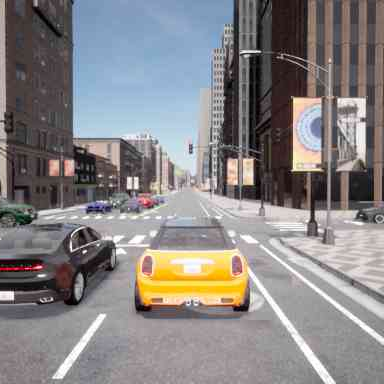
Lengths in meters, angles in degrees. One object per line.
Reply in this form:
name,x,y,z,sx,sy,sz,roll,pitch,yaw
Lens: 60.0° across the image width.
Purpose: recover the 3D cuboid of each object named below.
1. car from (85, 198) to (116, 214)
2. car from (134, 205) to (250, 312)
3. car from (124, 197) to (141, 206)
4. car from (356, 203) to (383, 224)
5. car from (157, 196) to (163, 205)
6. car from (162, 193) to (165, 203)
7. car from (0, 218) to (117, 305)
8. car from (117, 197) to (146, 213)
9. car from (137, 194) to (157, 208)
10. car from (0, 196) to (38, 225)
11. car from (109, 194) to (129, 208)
car,-9.852,1.611,35.559,1.895,1.301,4.718,0,0,0
car,0.010,1.350,7.887,2.097,1.767,4.553,0,0,0
car,-9.822,1.583,55.276,1.994,1.385,4.181,0,0,2
car,13.984,1.467,23.557,4.181,1.385,1.994,0,1,0
car,-6.588,1.584,55.969,1.994,1.385,4.181,0,0,0
car,-6.536,1.498,66.042,1.882,1.535,5.008,0,0,1
car,-3.154,1.503,8.031,1.837,1.490,4.892,0,0,0
car,-6.603,1.575,36.718,1.994,1.385,4.181,0,0,0
car,-6.603,1.238,45.995,2.150,2.045,5.566,0,0,1
car,-12.942,1.239,21.355,5.566,2.045,2.150,-1,0,2
car,-9.847,1.237,45.319,2.150,2.045,5.566,0,0,1
